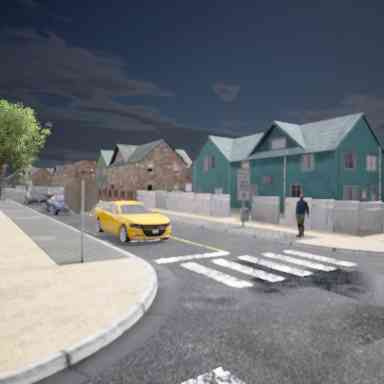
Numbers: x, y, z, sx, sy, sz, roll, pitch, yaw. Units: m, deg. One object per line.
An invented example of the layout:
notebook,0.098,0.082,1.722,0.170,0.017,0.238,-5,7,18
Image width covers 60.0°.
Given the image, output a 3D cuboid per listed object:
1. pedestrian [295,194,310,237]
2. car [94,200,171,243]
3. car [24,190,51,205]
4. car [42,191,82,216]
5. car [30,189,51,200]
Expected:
pedestrian,4.595,0.963,14.001,0.375,1.860,0.375,2,-1,-33
car,-2.718,1.141,14.444,1.882,1.535,5.008,1,1,-33
car,-17.054,0.593,36.279,1.837,1.490,4.892,1,1,-33
car,-9.649,0.909,24.971,1.812,1.442,4.674,1,1,-33
car,-22.949,0.337,50.366,2.033,1.411,5.357,1,1,-33
